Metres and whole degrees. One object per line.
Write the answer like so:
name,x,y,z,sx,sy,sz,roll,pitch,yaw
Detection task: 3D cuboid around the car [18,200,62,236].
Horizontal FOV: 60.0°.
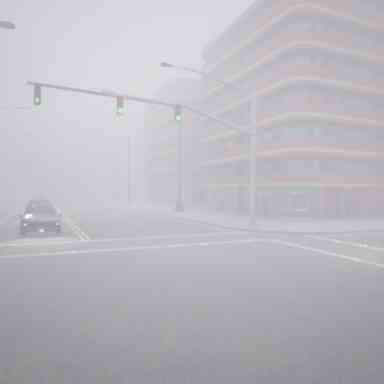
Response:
car,-8.090,1.371,17.766,2.033,1.411,5.357,0,0,-25

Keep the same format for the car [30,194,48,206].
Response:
car,-20.815,1.037,45.247,2.128,1.511,4.902,0,0,-24

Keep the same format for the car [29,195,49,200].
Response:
car,-12.274,1.237,26.710,1.837,1.490,4.892,0,0,-25
